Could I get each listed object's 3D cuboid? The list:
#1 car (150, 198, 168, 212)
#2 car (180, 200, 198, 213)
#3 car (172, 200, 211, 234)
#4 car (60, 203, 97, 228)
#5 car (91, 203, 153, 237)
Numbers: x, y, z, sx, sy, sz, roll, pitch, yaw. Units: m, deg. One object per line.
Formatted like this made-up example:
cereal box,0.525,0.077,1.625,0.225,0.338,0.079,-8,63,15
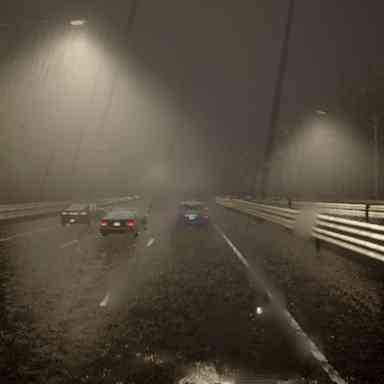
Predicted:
car,-3.958,1.505,39.116,1.837,1.490,4.892,0,0,-2
car,-0.415,1.599,37.638,1.895,1.301,4.718,0,0,-1
car,-0.058,1.346,19.289,2.097,1.767,4.553,0,0,-1
car,-7.096,1.487,22.098,2.128,1.511,4.902,0,0,-1
car,-3.534,1.542,17.989,2.033,1.411,5.357,0,0,-1
